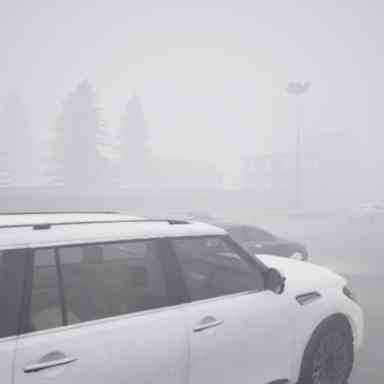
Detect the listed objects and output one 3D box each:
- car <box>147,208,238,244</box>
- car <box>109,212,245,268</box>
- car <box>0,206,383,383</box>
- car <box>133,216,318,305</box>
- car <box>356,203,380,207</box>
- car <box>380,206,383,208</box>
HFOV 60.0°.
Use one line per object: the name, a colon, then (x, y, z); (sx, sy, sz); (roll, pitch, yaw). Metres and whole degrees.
car: (0.091, 1.608, 16.711); (4.181, 1.385, 1.994); (0, 0, -36)
car: (-0.421, 1.555, 12.062); (4.674, 1.442, 1.812); (0, 0, -36)
car: (-0.565, 1.228, 3.344); (5.566, 2.045, 2.150); (0, 0, -36)
car: (1.085, 1.532, 8.820); (4.892, 1.490, 1.837); (0, 0, -36)
car: (14.378, 1.648, 26.903); (4.674, 1.442, 1.812); (0, 0, -36)
car: (15.550, 1.623, 23.441); (4.892, 1.490, 1.837); (0, 0, -36)
